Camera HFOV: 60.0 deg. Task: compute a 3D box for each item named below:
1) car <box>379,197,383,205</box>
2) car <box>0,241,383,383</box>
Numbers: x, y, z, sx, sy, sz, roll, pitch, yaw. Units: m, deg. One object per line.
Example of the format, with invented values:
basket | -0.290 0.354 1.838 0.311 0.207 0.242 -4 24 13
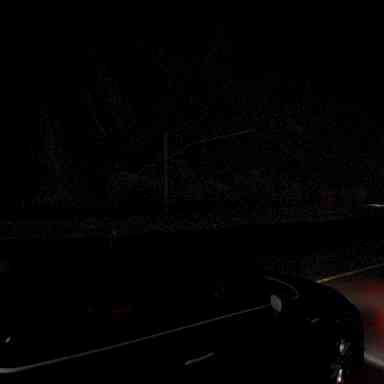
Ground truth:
car | 31.664 1.243 53.045 4.892 1.490 1.837 0 0 -36
car | -0.078 1.351 3.692 4.553 1.767 2.097 0 0 -36
